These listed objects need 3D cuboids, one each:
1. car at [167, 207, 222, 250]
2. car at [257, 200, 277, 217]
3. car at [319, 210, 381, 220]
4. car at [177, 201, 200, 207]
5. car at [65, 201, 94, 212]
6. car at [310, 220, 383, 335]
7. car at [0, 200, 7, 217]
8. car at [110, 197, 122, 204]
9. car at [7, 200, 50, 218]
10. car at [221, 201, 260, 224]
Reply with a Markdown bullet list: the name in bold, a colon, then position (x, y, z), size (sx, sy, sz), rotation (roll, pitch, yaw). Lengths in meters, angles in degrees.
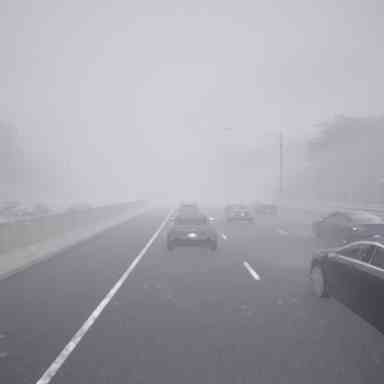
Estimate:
- **car**: position (-0.016, 1.566, 14.286), size (1.994, 1.385, 4.181), rotation (0, 0, -1)
- **car**: position (6.628, 1.520, 31.733), size (1.882, 1.535, 5.008), rotation (0, 0, -2)
- **car**: position (6.977, 1.526, 14.797), size (1.812, 1.442, 4.674), rotation (0, 0, -1)
- **car**: position (-0.333, 1.525, 30.218), size (2.128, 1.511, 4.902), rotation (0, 0, -2)
- **car**: position (-11.116, 1.625, 33.194), size (1.994, 1.385, 4.181), rotation (0, -1, -2)
- **car**: position (3.565, 1.491, 5.571), size (2.128, 1.511, 4.902), rotation (0, 0, 0)
- **car**: position (-18.092, 1.535, 32.299), size (1.882, 1.535, 5.008), rotation (0, 0, -2)
- **car**: position (-16.222, 1.824, 70.831), size (1.882, 1.535, 5.008), rotation (0, -1, -3)
- **car**: position (-14.537, 1.565, 30.345), size (1.812, 1.442, 4.674), rotation (0, 0, -2)
- **car**: position (3.307, 1.556, 24.742), size (2.033, 1.411, 5.357), rotation (0, 0, -1)
